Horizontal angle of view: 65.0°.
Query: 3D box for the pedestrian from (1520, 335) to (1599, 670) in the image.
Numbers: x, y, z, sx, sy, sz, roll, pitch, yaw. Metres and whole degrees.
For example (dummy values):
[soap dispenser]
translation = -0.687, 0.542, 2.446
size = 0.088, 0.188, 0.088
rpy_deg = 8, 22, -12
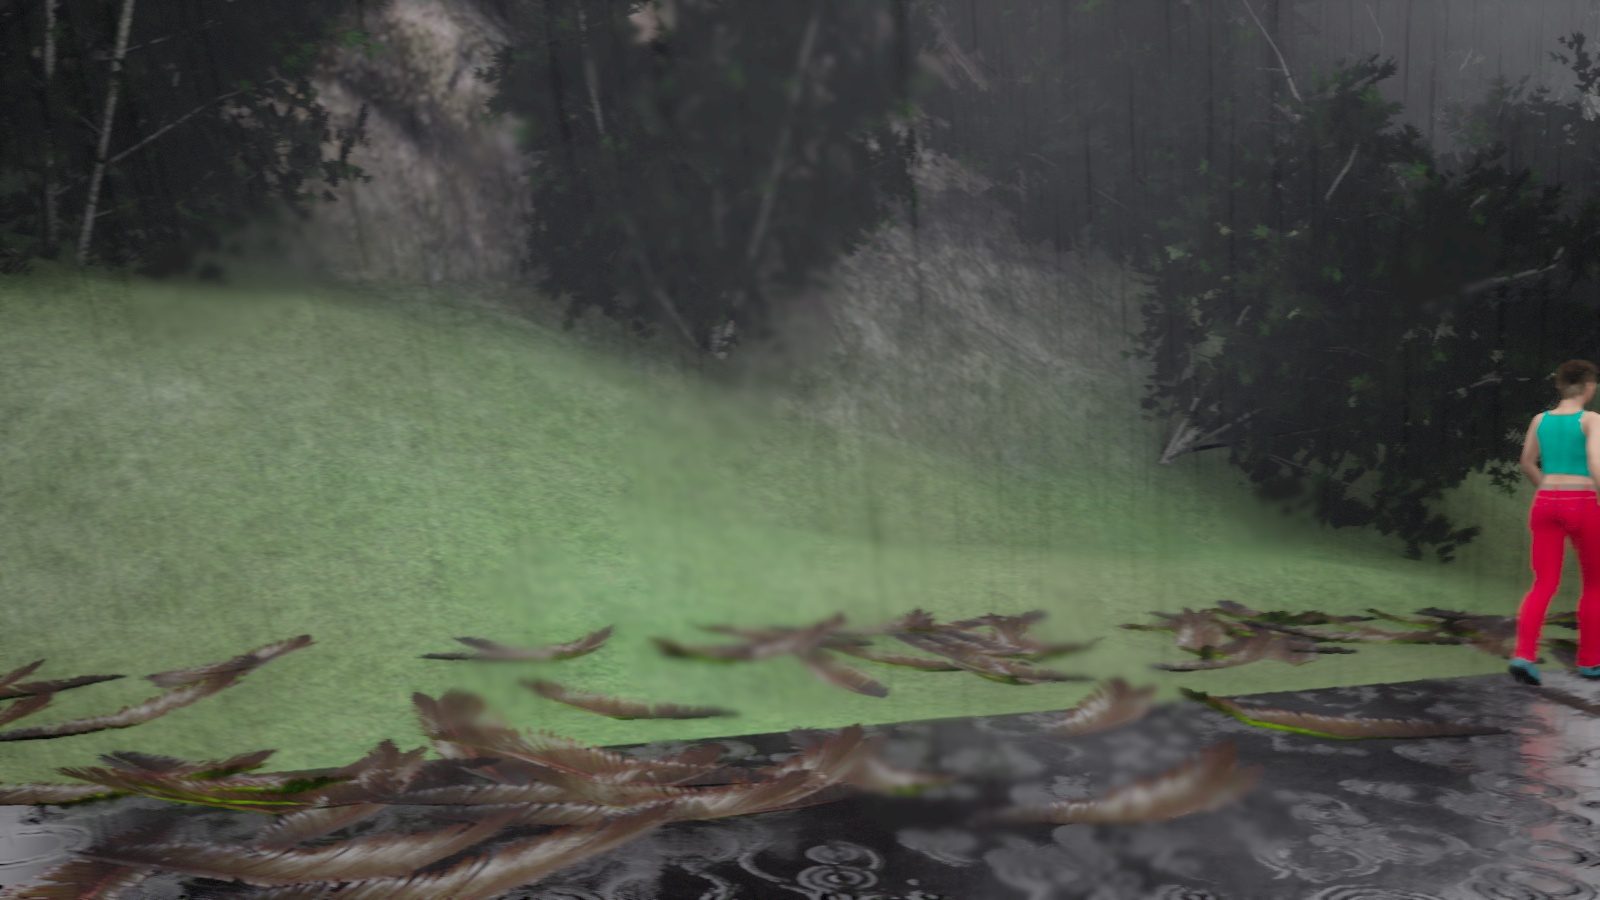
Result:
[pedestrian]
translation = 4.463, 0.285, 7.163
size = 0.594, 1.836, 0.345
rpy_deg = -1, 1, -26
